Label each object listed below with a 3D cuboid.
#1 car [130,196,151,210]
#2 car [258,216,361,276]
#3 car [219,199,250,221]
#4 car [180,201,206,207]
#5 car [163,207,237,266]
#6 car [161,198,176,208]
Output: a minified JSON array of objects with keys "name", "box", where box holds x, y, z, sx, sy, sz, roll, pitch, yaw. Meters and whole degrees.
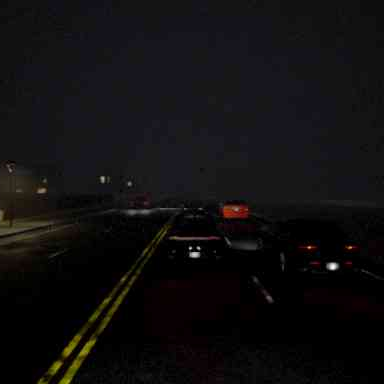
[{"name":"car","box":[-6.599,1.313,42.790,2.097,1.767,4.553,0,0,0]},{"name":"car","box":[3.324,1.491,10.252,1.837,1.490,4.892,0,0,0]},{"name":"car","box":[3.323,1.323,26.924,2.097,1.767,4.553,0,0,0]},{"name":"car","box":[0.075,1.462,27.150,2.128,1.511,4.902,0,0,0]},{"name":"car","box":[0.078,1.477,11.433,2.128,1.511,4.902,0,0,0]},{"name":"car","box":[-3.329,1.508,47.640,2.033,1.411,5.357,0,0,0]}]
